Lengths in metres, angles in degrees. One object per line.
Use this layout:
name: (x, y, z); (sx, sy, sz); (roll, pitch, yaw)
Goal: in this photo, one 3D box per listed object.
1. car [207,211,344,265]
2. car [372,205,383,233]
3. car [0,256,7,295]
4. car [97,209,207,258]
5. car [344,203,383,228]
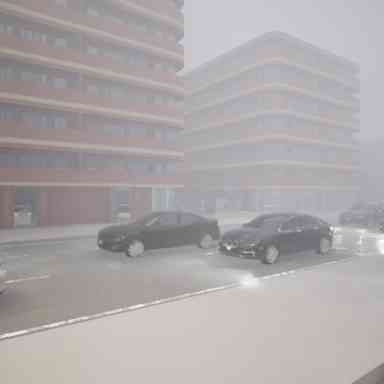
car: (3.112, 1.505, 11.848); (4.892, 1.490, 1.837); (0, 0, -36)
car: (12.157, 1.564, 18.400); (4.181, 1.385, 1.994); (0, 0, -36)
car: (-5.692, 1.526, 5.416); (4.674, 1.442, 1.812); (0, 0, -36)
car: (-1.162, 1.478, 13.063); (5.008, 1.535, 1.882); (0, 0, -36)
car: (11.868, 1.506, 22.563); (4.892, 1.490, 1.837); (0, 0, -36)
